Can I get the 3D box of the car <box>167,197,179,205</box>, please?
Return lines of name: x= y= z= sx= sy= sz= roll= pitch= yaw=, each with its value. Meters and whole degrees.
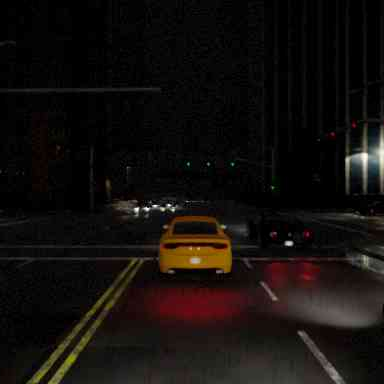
car: x=-3.515 y=1.572 z=62.154 sx=1.994 sy=1.385 sz=4.181 roll=0 pitch=0 yaw=0

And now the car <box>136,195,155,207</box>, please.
car: x=-7.092 y=1.511 z=49.841 sx=1.837 sy=1.490 sz=4.892 roll=0 pitch=0 yaw=0

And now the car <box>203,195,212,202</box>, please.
car: x=3.492 y=1.439 z=73.365 sx=1.837 sy=1.490 sz=4.892 roll=0 pitch=0 yaw=0

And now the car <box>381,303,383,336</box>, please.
car: x=3.600 y=1.506 z=2.765 sx=1.837 sy=1.490 sz=4.892 roll=0 pitch=0 yaw=0

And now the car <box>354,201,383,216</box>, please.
car: x=18.917 y=1.553 z=32.723 sx=5.357 sy=1.411 sz=2.033 roll=0 pitch=0 yaw=-1

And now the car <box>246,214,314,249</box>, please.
car: x=3.593 y=1.603 z=14.507 sx=1.895 sy=1.301 sz=4.718 roll=0 pitch=0 yaw=0

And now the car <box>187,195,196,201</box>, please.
car: x=-0.008 y=1.377 z=73.905 sx=1.994 sy=1.385 sz=4.181 roll=0 pitch=0 yaw=0

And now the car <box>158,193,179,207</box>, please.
car: x=-3.578 y=1.228 z=52.795 sx=2.150 sy=2.045 sz=5.566 roll=0 pitch=0 yaw=0

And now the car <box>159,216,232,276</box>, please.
car: x=0.086 y=1.479 z=10.361 sx=1.882 sy=1.535 sz=5.008 roll=0 pitch=0 yaw=0

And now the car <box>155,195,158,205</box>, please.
car: x=-7.045 y=1.359 z=59.028 sx=2.097 sy=1.767 sz=4.553 roll=0 pitch=0 yaw=1
